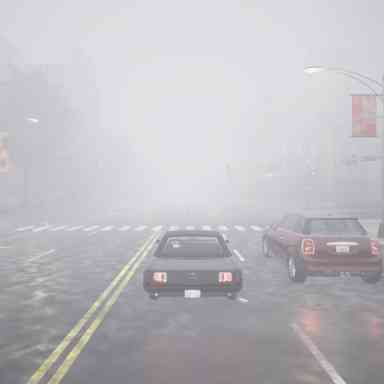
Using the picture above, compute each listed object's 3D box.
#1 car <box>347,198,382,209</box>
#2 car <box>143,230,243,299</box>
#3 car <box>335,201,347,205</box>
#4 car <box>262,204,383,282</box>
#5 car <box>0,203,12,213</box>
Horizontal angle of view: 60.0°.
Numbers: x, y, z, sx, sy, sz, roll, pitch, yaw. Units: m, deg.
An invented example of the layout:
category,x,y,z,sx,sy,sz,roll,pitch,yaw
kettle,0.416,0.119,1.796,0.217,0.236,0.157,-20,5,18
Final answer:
category,x,y,z,sx,sy,sz,roll,pitch,yaw
car,22.619,1.564,42.458,4.181,1.385,1.994,0,0,0
car,0.015,1.601,8.393,1.895,1.301,4.718,0,0,0
car,22.699,1.547,45.958,5.357,1.411,2.033,0,0,0
car,3.507,1.352,9.873,2.097,1.767,4.553,0,0,0
car,-21.082,1.504,34.135,4.892,1.490,1.837,0,0,0
